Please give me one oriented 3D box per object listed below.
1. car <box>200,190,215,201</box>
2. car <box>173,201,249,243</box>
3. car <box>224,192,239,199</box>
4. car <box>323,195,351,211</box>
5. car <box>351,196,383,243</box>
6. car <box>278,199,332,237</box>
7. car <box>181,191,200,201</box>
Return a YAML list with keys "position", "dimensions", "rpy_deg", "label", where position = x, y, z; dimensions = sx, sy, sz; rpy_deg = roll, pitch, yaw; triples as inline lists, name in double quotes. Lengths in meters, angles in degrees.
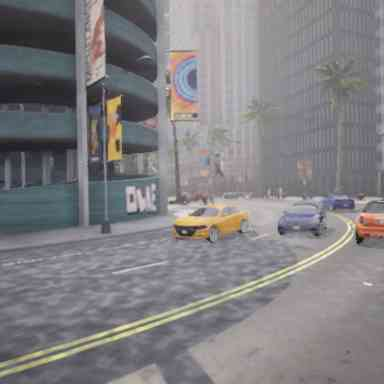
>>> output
- position: [2.455, 0.721, 64.038]
  dimensions: [2.150, 2.045, 5.566]
  rpy_deg: [-1, 0, -21]
  label: "car"
- position: [1.042, 1.352, 15.894]
  dimensions: [1.882, 1.535, 5.008]
  rpy_deg: [0, 1, 33]
  label: "car"
- position: [8.845, 0.804, 75.583]
  dimensions: [2.231, 1.521, 4.892]
  rpy_deg: [-1, 0, -21]
  label: "car"
- position: [14.071, 1.010, 32.425]
  dimensions: [1.882, 1.535, 5.008]
  rpy_deg: [-1, 0, 5]
  label: "car"
- position: [8.367, 1.110, 14.277]
  dimensions: [2.097, 1.767, 4.553]
  rpy_deg: [-1, 0, 32]
  label: "car"
- position: [5.763, 1.310, 16.963]
  dimensions: [1.812, 1.442, 4.674]
  rpy_deg: [-1, 1, 28]
  label: "car"
- position: [-0.770, 0.930, 62.678]
  dimensions: [2.097, 1.767, 4.553]
  rpy_deg: [-1, 1, -21]
  label: "car"
